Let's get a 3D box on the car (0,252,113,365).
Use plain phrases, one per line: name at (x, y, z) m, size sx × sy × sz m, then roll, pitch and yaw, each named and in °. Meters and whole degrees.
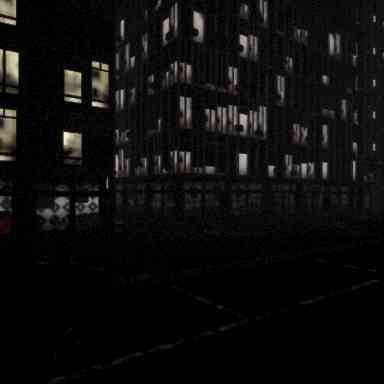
car at (-3.192, 1.564, 4.278) m, size 4.313 × 1.339 × 1.947 m, roll 0°, pitch 0°, yaw -35°
